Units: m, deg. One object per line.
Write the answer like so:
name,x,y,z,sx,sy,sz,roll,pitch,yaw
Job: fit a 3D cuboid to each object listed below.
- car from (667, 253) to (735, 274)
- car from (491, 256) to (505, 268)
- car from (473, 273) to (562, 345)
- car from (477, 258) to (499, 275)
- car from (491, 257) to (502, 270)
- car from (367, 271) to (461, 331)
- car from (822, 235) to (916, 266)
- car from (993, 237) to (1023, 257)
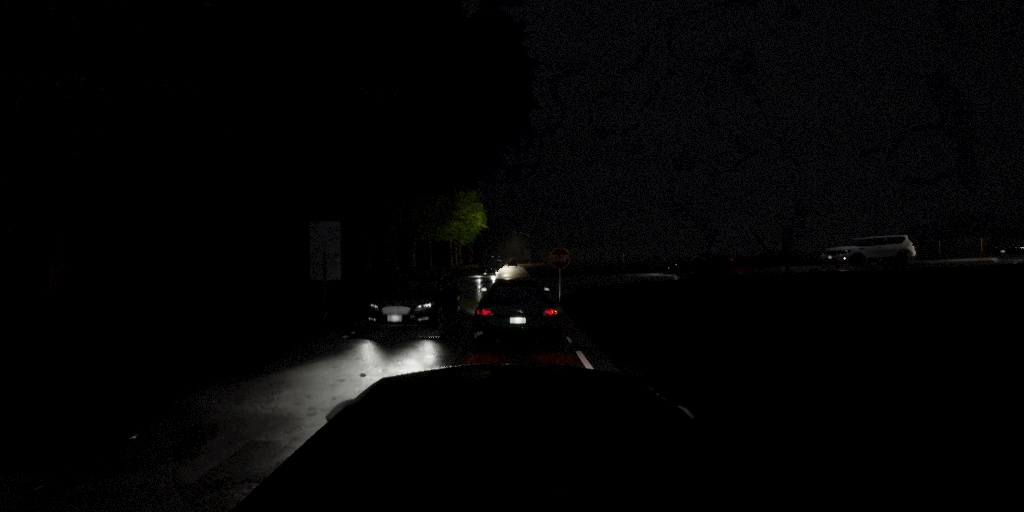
car,14.046,0.504,26.814,4.674,1.442,1.812,-3,1,1
car,-2.677,1.023,59.614,2.150,2.045,5.566,0,0,1
car,0.093,1.313,9.496,1.994,1.385,4.181,0,0,-1
car,-2.696,1.275,39.038,1.837,1.490,4.892,0,0,-2
car,-2.734,1.262,49.396,1.882,1.535,5.008,0,0,1
car,-2.774,1.242,11.101,2.128,1.511,4.902,0,0,1
car,26.411,-0.415,26.669,5.566,2.045,2.150,-4,1,0
car,38.810,-0.740,26.504,4.902,1.511,2.128,-3,1,1
